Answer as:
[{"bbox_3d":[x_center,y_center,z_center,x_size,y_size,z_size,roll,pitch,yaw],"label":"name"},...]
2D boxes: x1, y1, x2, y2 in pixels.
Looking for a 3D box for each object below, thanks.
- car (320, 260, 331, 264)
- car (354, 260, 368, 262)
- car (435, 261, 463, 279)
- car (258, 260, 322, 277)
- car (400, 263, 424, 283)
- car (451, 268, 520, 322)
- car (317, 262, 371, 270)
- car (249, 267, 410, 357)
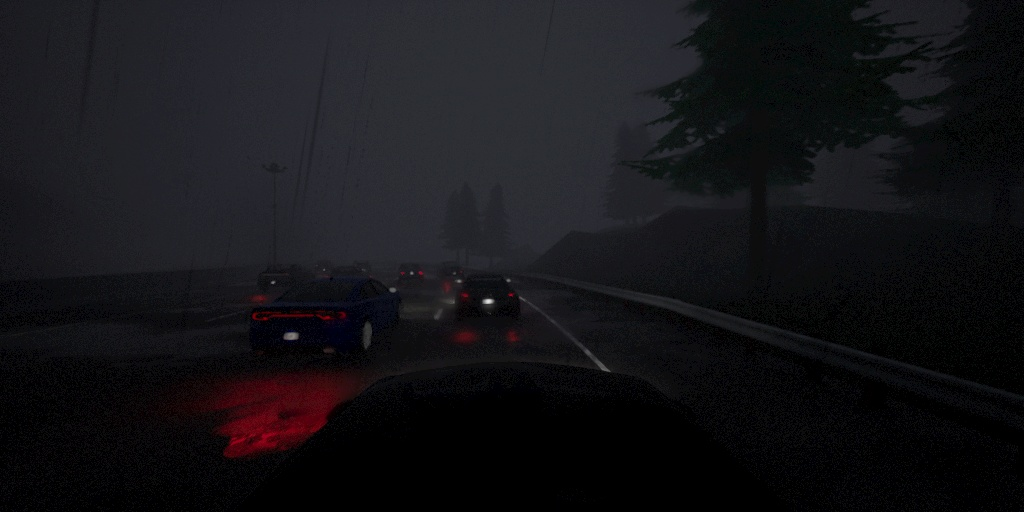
[{"bbox_3d":[-20.773,1.175,39.526,1.837,1.490,4.892,0,0,-29],"label":"car"},{"bbox_3d":[-16.148,1.148,38.262,2.128,1.511,4.902,0,0,-27],"label":"car"},{"bbox_3d":[-5.284,1.170,30.583,1.812,1.442,4.674,0,0,-19],"label":"car"},{"bbox_3d":[-13.417,1.210,21.555,2.128,1.511,4.902,0,0,-15],"label":"car"},{"bbox_3d":[-7.625,1.218,26.891,2.033,1.411,5.357,0,0,-18],"label":"car"},{"bbox_3d":[-0.927,1.271,12.283,1.994,1.385,4.181,0,0,-7],"label":"car"},{"bbox_3d":[-9.788,1.268,21.385,1.994,1.385,4.181,0,0,-14],"label":"car"},{"bbox_3d":[-3.993,1.214,8.625,1.882,1.535,5.008,0,0,-5],"label":"car"}]
